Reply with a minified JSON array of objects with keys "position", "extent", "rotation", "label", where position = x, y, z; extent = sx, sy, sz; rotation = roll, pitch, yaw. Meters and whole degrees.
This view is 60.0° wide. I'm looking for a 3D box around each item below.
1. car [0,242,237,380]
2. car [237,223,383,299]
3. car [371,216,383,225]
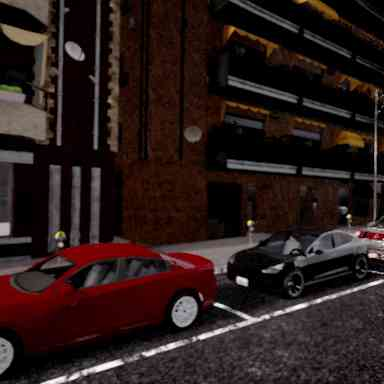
[{"position":[-1.644,1.556,5.374],"extent":[4.507,1.381,1.887],"rotation":[0,1,-35],"label":"car"},{"position":[2.890,1.614,8.608],"extent":[4.313,1.339,1.947],"rotation":[0,1,-35],"label":"car"},{"position":[7.426,1.526,11.842],"extent":[4.097,1.590,1.967],"rotation":[0,1,-35],"label":"car"}]
